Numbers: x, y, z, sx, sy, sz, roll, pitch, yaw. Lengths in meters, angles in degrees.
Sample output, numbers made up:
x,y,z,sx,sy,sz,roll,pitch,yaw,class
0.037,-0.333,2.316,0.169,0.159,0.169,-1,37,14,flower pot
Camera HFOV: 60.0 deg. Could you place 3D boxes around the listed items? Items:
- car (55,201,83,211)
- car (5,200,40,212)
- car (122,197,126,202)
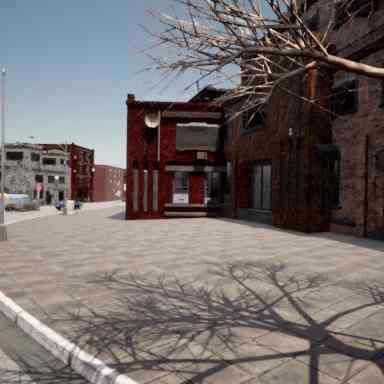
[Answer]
x,y,z,sx,sy,sz,roll,pitch,yaw,class
-16.275,1.792,44.340,1.895,1.301,4.718,1,0,3,car
-20.151,1.635,39.641,2.033,1.411,5.357,1,0,2,car
-17.286,2.016,88.268,1.812,1.442,4.674,1,-1,3,car
